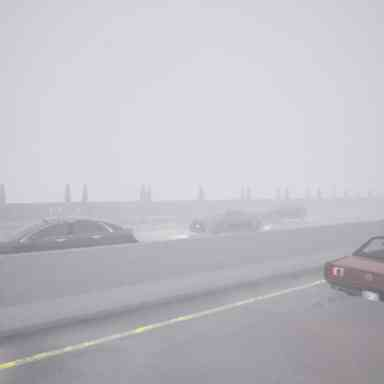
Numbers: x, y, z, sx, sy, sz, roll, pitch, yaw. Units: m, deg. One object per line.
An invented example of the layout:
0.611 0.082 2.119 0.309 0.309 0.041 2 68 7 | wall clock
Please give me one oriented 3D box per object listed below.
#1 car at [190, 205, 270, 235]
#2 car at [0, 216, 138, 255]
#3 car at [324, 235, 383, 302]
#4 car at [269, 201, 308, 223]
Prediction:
1.939 1.565 18.174 4.181 1.385 1.994 0 0 -35 | car
-3.992 1.505 9.727 4.892 1.490 1.837 0 0 -35 | car
5.079 1.602 7.334 4.718 1.301 1.895 0 0 -35 | car
6.848 1.480 25.776 5.008 1.535 1.882 0 0 -34 | car
